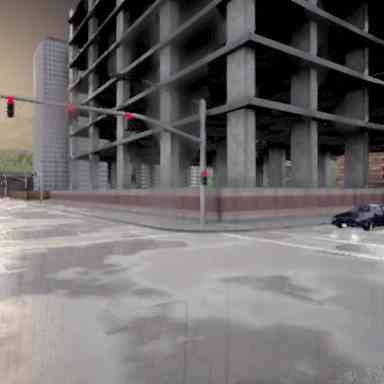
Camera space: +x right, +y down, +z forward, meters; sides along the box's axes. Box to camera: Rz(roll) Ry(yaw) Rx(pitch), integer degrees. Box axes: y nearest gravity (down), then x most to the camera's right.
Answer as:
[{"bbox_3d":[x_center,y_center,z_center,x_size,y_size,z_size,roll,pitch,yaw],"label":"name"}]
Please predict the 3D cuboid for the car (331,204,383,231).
[{"bbox_3d":[10.665,1.460,20.045,5.357,1.411,2.033,0,0,-35],"label":"car"}]
